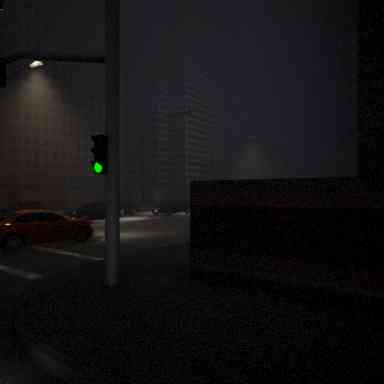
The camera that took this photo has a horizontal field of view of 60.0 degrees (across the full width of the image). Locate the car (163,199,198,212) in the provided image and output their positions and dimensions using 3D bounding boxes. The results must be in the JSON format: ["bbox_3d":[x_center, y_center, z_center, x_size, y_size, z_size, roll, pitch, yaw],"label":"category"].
[{"bbox_3d":[-1.322,1.564,39.470,1.994,1.385,4.181,0,0,36],"label":"car"}]

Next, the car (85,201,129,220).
[{"bbox_3d":[-7.400,1.505,25.121,1.837,1.490,4.892,0,0,36],"label":"car"}]

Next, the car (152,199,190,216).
[{"bbox_3d":[-1.898,1.491,32.717,2.128,1.511,4.902,0,0,36],"label":"car"}]

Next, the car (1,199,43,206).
[{"bbox_3d":[-12.662,1.352,23.793,2.097,1.767,4.553,0,0,36],"label":"car"}]

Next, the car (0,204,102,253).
[{"bbox_3d":[-6.513,1.477,13.965,1.882,1.535,5.008,0,0,35],"label":"car"}]

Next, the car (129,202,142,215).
[{"bbox_3d":[-7.121,1.547,31.478,2.033,1.411,5.357,0,0,36],"label":"car"}]
